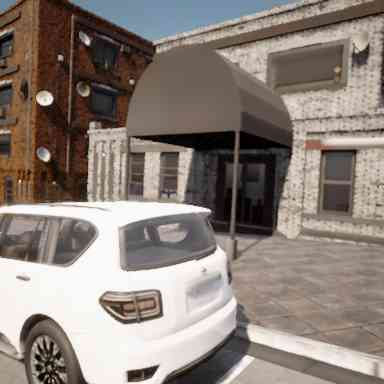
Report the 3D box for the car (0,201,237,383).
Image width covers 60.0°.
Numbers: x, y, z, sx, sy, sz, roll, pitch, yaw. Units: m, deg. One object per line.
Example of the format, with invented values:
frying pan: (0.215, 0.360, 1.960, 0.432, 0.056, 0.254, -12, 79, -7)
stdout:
car: (-2.034, 1.172, 4.979, 5.566, 2.045, 2.435, 0, 0, 35)
